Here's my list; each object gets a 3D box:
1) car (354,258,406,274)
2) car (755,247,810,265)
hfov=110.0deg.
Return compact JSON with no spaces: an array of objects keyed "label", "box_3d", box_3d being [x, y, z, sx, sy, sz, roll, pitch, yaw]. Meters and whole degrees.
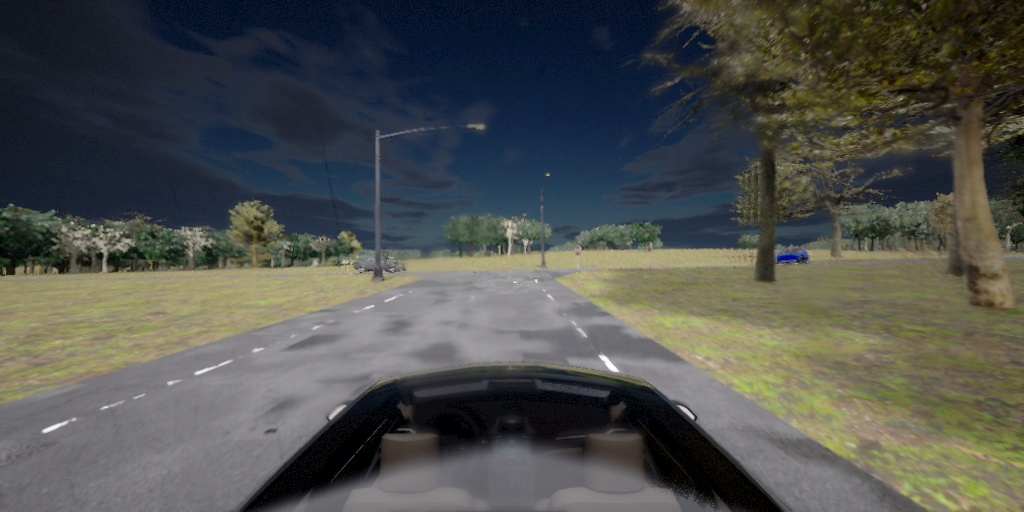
[{"label":"car","box_3d":[-12.908,0.970,35.118,4.902,1.511,2.128,-1,-2,0]},{"label":"car","box_3d":[32.224,0.108,42.774,5.566,2.045,2.150,-3,-2,-1]}]
